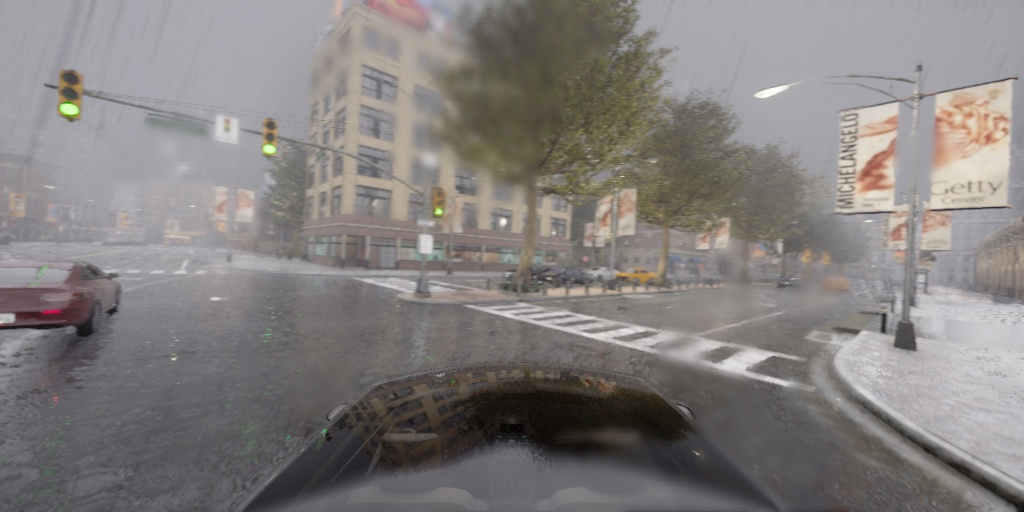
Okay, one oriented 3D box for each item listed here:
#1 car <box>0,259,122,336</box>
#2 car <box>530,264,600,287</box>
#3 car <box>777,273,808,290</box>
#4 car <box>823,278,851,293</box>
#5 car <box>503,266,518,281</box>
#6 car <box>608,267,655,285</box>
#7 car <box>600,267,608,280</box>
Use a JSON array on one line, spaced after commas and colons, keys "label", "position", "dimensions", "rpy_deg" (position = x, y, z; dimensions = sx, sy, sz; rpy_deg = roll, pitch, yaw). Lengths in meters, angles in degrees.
[{"label": "car", "position": [-9.806, 0.774, 7.536], "dimensions": [1.812, 1.442, 4.674], "rpy_deg": [3, 0, -41]}, {"label": "car", "position": [3.941, 1.540, 26.870], "dimensions": [5.357, 1.411, 2.033], "rpy_deg": [3, 0, -41]}, {"label": "car", "position": [31.558, 3.013, 40.411], "dimensions": [4.181, 1.385, 1.994], "rpy_deg": [3, 0, -41]}, {"label": "car", "position": [35.712, 3.140, 39.395], "dimensions": [5.008, 1.535, 1.882], "rpy_deg": [3, 0, -41]}, {"label": "car", "position": [1.448, 1.358, 29.318], "dimensions": [4.902, 1.511, 2.128], "rpy_deg": [3, 0, -41]}, {"label": "car", "position": [11.469, 1.872, 33.487], "dimensions": [5.008, 1.535, 1.882], "rpy_deg": [3, 0, -41]}, {"label": "car", "position": [8.975, 1.794, 35.957], "dimensions": [4.674, 1.442, 1.812], "rpy_deg": [3, 0, -41]}]
